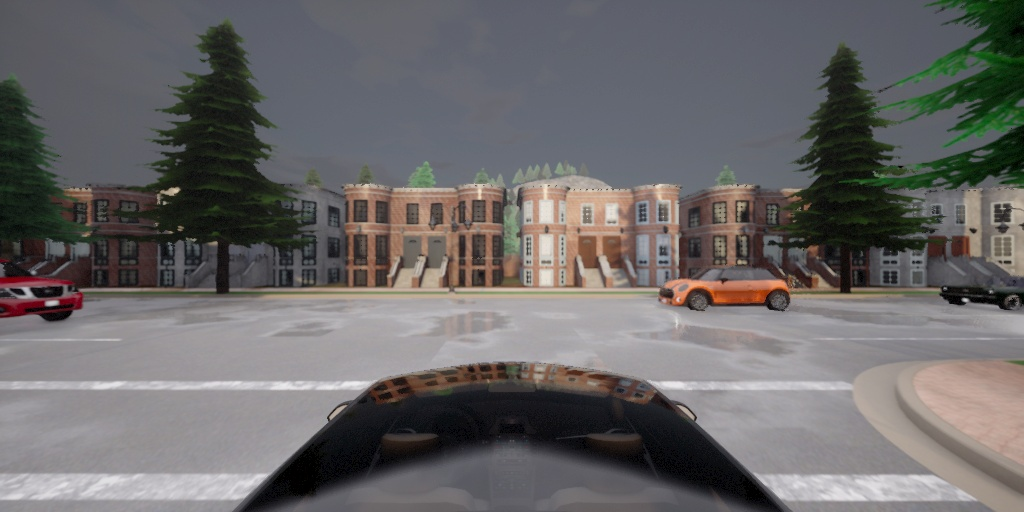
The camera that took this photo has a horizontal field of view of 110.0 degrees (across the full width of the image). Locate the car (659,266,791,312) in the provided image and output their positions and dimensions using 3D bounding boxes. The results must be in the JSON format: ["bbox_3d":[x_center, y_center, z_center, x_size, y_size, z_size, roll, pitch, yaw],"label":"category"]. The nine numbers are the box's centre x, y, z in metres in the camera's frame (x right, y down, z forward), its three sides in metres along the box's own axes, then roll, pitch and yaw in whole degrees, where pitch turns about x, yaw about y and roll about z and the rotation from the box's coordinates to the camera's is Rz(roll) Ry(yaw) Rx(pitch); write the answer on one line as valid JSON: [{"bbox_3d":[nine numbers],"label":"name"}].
[{"bbox_3d":[8.368,1.216,14.409,4.553,1.767,2.097,0,-1,0],"label":"car"}]

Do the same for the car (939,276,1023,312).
[{"bbox_3d":[20.516,1.473,14.498,4.718,1.301,1.895,0,-1,0],"label":"car"}]

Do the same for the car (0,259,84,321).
[{"bbox_3d":[-16.292,1.034,10.517,5.566,2.045,2.150,0,-1,-1],"label":"car"}]
